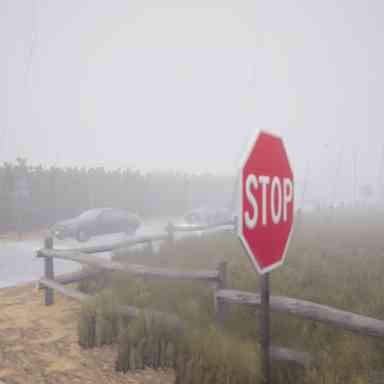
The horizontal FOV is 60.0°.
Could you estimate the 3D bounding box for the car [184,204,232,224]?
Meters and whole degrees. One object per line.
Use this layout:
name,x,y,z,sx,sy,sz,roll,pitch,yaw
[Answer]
car,1.269,1.556,24.593,1.994,1.385,4.181,0,0,36

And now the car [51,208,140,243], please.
car,-4.585,1.525,16.519,1.812,1.442,4.674,0,0,36

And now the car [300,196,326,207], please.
car,16.784,1.273,46.147,2.128,1.511,4.902,0,1,-6
